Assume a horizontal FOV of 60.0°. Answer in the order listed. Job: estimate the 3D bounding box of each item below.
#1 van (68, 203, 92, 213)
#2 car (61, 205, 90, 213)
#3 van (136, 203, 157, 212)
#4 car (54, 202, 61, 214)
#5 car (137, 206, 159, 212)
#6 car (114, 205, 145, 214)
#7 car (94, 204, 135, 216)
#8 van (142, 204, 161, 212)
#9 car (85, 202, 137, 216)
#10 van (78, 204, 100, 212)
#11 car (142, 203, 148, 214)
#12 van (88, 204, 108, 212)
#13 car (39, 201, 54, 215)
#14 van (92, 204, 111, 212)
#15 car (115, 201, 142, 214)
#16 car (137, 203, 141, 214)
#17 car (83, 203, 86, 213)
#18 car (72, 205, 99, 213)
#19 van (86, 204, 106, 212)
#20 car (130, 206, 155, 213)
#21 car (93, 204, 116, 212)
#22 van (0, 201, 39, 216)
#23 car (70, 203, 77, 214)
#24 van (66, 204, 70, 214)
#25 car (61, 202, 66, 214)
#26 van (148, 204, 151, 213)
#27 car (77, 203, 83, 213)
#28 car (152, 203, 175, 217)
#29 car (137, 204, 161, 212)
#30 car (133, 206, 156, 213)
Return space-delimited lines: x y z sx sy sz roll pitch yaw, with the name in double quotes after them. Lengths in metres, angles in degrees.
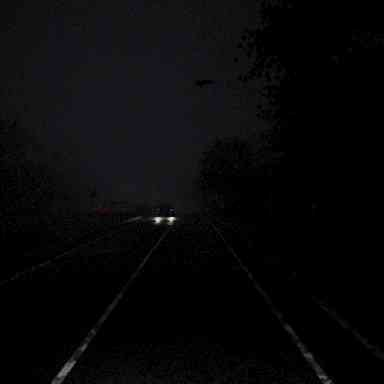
-23.479 3.345 69.653 4.442 1.987 1.878 0 -3 0 "van"
-23.359 3.441 66.875 4.892 1.521 2.231 0 -3 0 "car"
-10.159 3.598 75.010 4.442 1.987 1.878 0 -3 0 "van"
-23.198 2.656 50.274 5.366 1.575 1.946 0 -3 0 "car"
-10.302 3.984 77.777 4.792 1.488 2.163 0 -3 0 "car"
-10.327 2.938 55.587 4.792 1.488 2.163 0 -3 0 "car"
-10.315 2.412 44.502 4.892 1.521 2.231 0 -2 0 "car"
-10.150 4.049 83.310 4.442 1.987 1.878 0 -4 0 "van"
-10.127 2.301 41.735 5.366 1.575 1.946 0 -2 0 "car"
-23.239 3.606 75.186 4.442 1.987 1.878 0 -3 0 "van"
-10.272 2.526 52.826 5.566 2.045 2.435 0 -3 0 "car"
-23.463 4.059 83.468 4.442 1.987 1.878 0 -4 0 "van"
-23.414 2.283 47.519 5.566 2.045 2.435 0 -2 0 "car"
-23.460 4.226 86.108 4.442 1.987 1.878 0 -4 0 "van"
-10.335 2.524 50.052 4.553 1.767 2.185 0 -3 0 "car"
-10.313 2.526 47.272 5.008 1.535 2.097 0 -3 0 "car"
-23.363 3.309 64.108 5.008 1.535 2.097 0 -3 0 "car"
-23.174 3.698 72.410 5.366 1.575 1.946 0 -3 0 "car"
-23.233 3.875 80.571 4.442 1.987 1.878 0 -3 0 "van"
-10.252 3.592 69.450 4.792 1.488 2.163 0 -3 0 "car"
-23.312 4.376 88.875 5.566 2.045 2.435 0 -4 0 "car"
-23.507 2.189 44.629 4.442 1.987 1.878 0 -2 0 "van"
-23.342 2.923 58.579 4.553 1.767 2.185 0 -3 0 "car"
-23.494 2.692 55.817 4.442 1.987 1.878 0 -3 0 "van"
-23.374 2.789 53.038 4.892 1.521 2.231 0 -3 0 "car"
-10.408 2.944 61.144 4.442 1.987 1.878 0 -3 0 "van"
-23.366 3.173 61.215 5.008 1.535 2.097 0 -3 0 "car"
-3.317 2.188 41.439 2.097 1.767 4.553 0 -2 0 "car"
-10.298 3.849 80.541 5.566 2.045 2.435 0 -4 0 "car"
-10.282 3.733 72.224 4.674 1.452 2.002 0 -3 0 "car"
